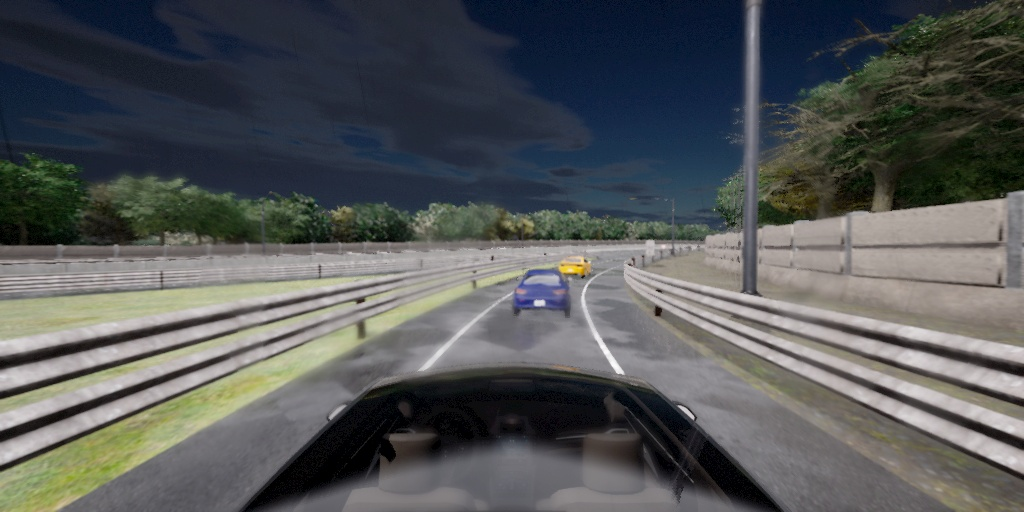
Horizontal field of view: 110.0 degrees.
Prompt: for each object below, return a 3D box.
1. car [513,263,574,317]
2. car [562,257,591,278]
[{"bbox_3d":[1.147,1.176,12.711,1.812,1.442,4.674,0,1,8],"label":"car"},{"bbox_3d":[5.023,0.805,27.999,1.882,1.535,5.008,1,2,19],"label":"car"}]
